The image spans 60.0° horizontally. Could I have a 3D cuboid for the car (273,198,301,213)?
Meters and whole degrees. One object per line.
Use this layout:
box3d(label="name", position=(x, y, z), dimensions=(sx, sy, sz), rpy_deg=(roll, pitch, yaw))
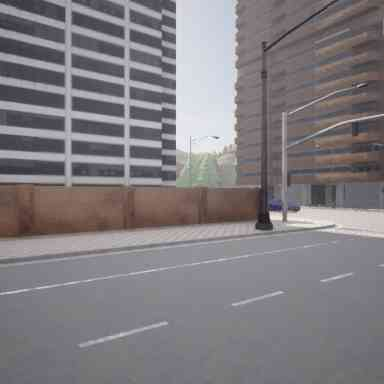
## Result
box3d(label="car", position=(9.551, 1.477, 36.482), dimensions=(1.882, 1.535, 5.008), rpy_deg=(0, 0, -36))

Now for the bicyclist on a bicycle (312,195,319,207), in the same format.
box3d(label="bicyclist on a bicycle", position=(17.250, 1.301, 46.287), dimensions=(1.656, 1.620, 0.582), rpy_deg=(0, 0, -36))

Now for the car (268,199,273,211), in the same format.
box3d(label="car", position=(5.823, 1.491, 35.668), dimensions=(2.128, 1.511, 4.902), rpy_deg=(0, 0, -36))
